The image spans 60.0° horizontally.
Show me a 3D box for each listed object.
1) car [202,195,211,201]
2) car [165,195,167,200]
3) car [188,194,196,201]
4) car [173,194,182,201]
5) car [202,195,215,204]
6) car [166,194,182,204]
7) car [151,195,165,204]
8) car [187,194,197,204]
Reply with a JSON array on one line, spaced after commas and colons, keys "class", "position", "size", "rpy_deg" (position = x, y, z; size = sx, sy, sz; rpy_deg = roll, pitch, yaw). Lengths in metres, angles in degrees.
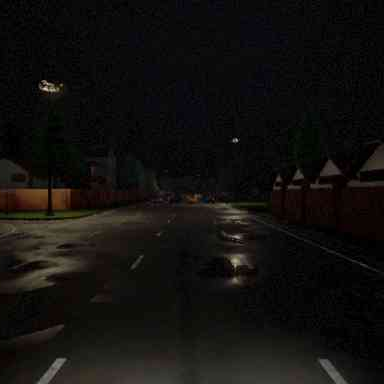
[{"class": "car", "position": [3.500, 1.398, 81.592], "size": [1.994, 1.385, 4.181], "rpy_deg": [0, 0, 0]}, {"class": "car", "position": [-7.000, 1.370, 81.592], "size": [1.812, 1.442, 4.674], "rpy_deg": [0, 0, 0]}, {"class": "car", "position": [0.000, 1.346, 81.592], "size": [1.837, 1.490, 4.892], "rpy_deg": [0, 0, 0]}, {"class": "car", "position": [-3.500, 1.346, 81.592], "size": [1.837, 1.490, 4.892], "rpy_deg": [0, 0, 0]}, {"class": "car", "position": [3.500, 1.614, 65.790], "size": [1.895, 1.301, 4.718], "rpy_deg": [0, 0, 0]}, {"class": "car", "position": [-3.500, 1.570, 65.760], "size": [1.994, 1.385, 4.181], "rpy_deg": [0, 0, 0]}, {"class": "car", "position": [-7.000, 1.614, 65.790], "size": [1.895, 1.301, 4.718], "rpy_deg": [0, 0, 0]}, {"class": "car", "position": [0.000, 1.483, 65.760], "size": [1.882, 1.535, 5.008], "rpy_deg": [0, 0, 0]}]
